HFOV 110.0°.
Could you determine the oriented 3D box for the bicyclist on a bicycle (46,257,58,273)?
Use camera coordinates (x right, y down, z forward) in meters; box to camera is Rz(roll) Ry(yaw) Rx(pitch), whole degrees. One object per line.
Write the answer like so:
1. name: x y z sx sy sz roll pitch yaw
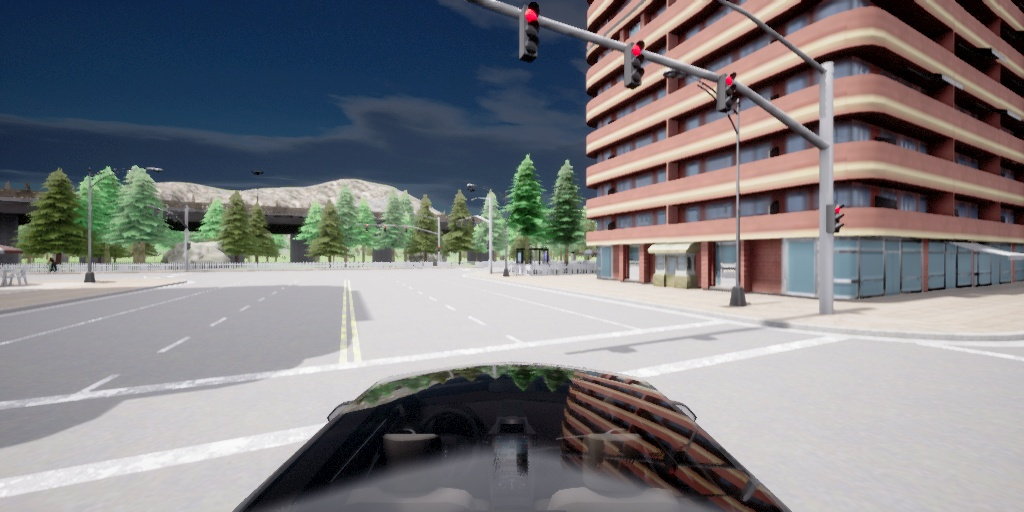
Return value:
1. bicyclist on a bicycle: -48.151 0.964 37.559 0.582 1.620 1.656 0 0 -25
